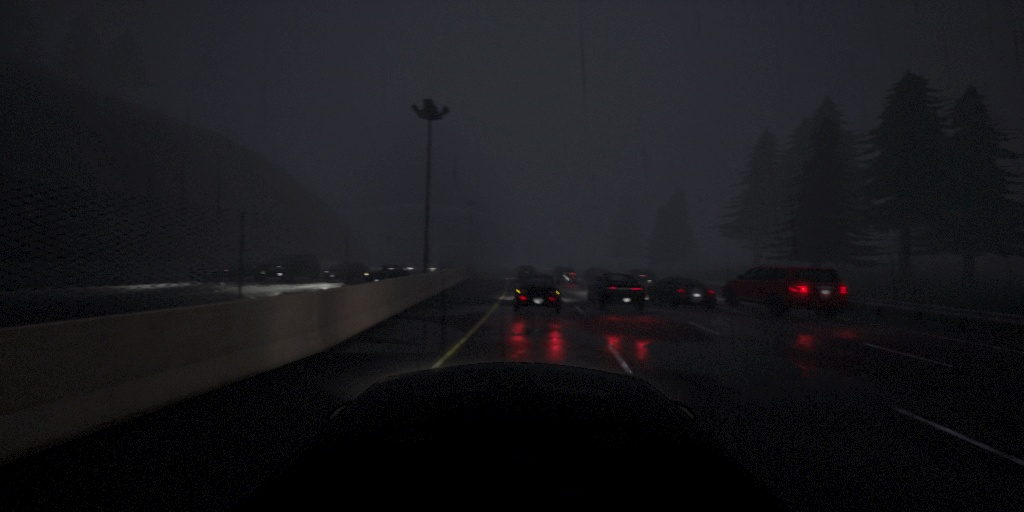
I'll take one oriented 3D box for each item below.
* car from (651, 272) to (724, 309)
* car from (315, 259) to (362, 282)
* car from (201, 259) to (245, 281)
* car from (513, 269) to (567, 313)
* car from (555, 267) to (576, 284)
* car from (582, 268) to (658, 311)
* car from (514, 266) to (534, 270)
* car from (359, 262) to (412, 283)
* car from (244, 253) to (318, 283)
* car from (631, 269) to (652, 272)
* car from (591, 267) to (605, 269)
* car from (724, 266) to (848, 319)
[{"bbox_3d":[8.202,1.719,17.702,1.994,1.385,4.181,2,-1,3],"label":"car"},{"bbox_3d":[-12.754,1.171,27.898,2.128,1.511,4.902,2,-1,-1],"label":"car"},{"bbox_3d":[-19.755,0.952,25.883,2.128,1.511,4.902,2,-1,0],"label":"car"},{"bbox_3d":[1.071,1.452,15.094,1.812,1.442,4.674,2,-1,4],"label":"car"},{"bbox_3d":[4.808,1.742,33.865,1.837,1.490,4.892,2,-1,-2],"label":"car"},{"bbox_3d":[4.647,1.535,16.497,2.128,1.511,4.902,2,-1,3],"label":"car"},{"bbox_3d":[1.302,1.646,34.062,1.837,1.490,4.892,2,-1,-2],"label":"car"},{"bbox_3d":[-9.244,1.365,26.707,1.895,1.301,4.718,2,-1,0],"label":"car"},{"bbox_3d":[-16.234,0.788,26.228,2.150,2.045,5.566,2,-1,0],"label":"car"},{"bbox_3d":[11.816,1.933,33.381,1.837,1.490,4.892,2,-1,-2],"label":"car"},{"bbox_3d":[8.269,1.825,35.105,1.882,1.535,5.008,2,-1,-2],"label":"car"},{"bbox_3d":[11.653,1.452,15.822,2.150,2.045,5.566,2,-1,3],"label":"car"}]
